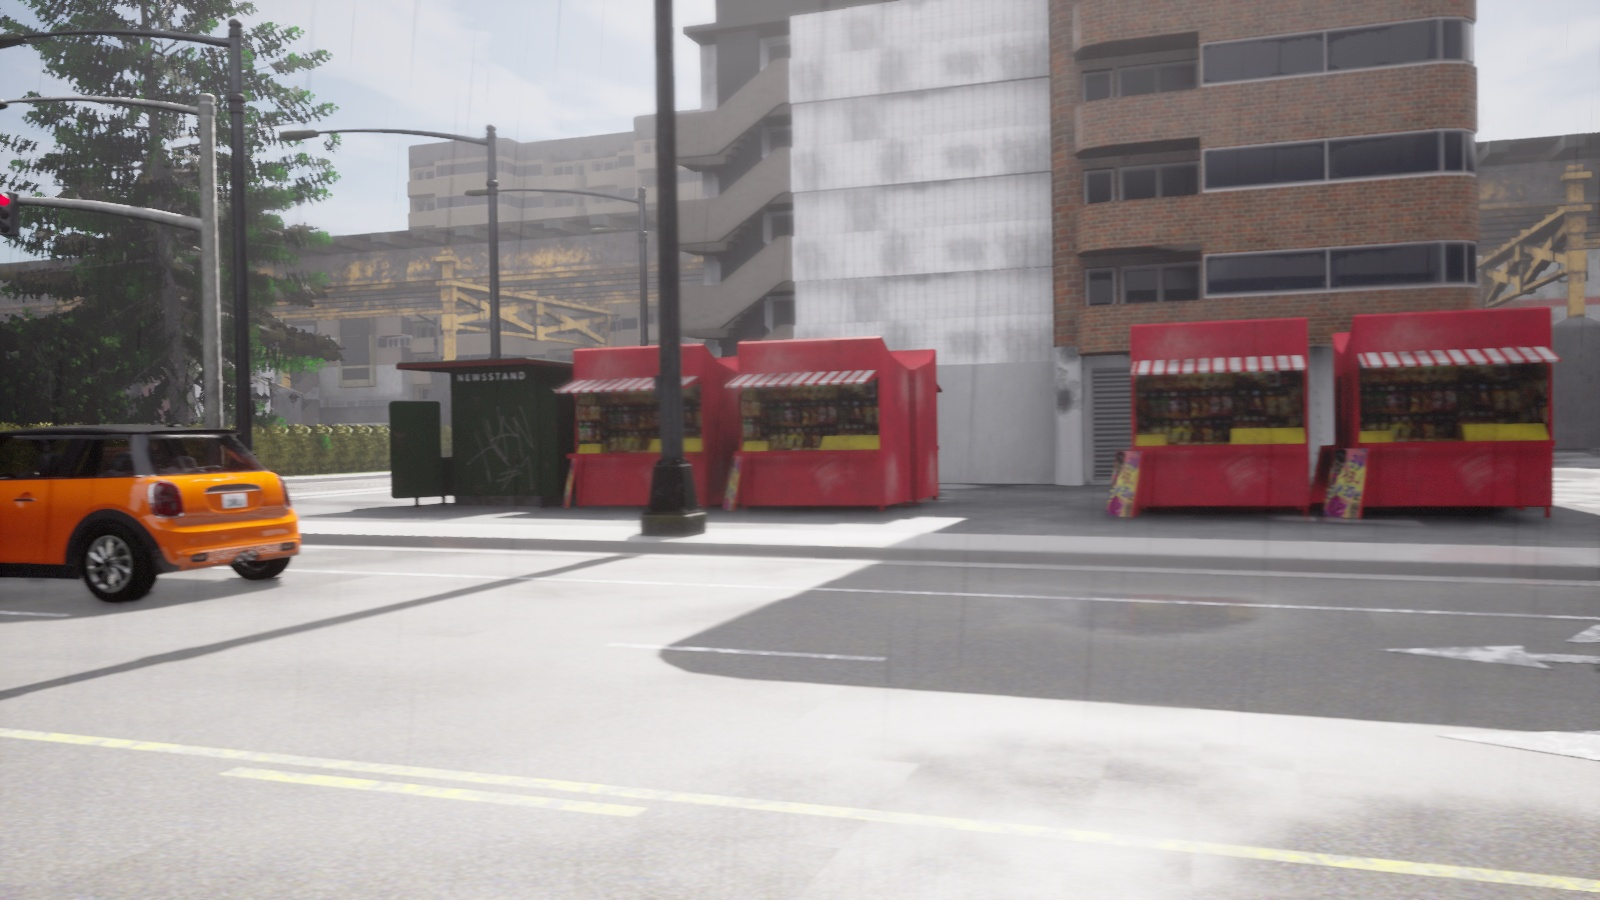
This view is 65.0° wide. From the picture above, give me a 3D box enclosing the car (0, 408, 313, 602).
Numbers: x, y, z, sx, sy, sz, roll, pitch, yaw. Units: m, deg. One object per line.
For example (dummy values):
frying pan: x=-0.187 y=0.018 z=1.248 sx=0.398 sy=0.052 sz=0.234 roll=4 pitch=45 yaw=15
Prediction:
car: x=-7.705 y=0.477 z=13.169 sx=4.553 sy=1.767 sz=2.097 roll=0 pitch=1 yaw=19
